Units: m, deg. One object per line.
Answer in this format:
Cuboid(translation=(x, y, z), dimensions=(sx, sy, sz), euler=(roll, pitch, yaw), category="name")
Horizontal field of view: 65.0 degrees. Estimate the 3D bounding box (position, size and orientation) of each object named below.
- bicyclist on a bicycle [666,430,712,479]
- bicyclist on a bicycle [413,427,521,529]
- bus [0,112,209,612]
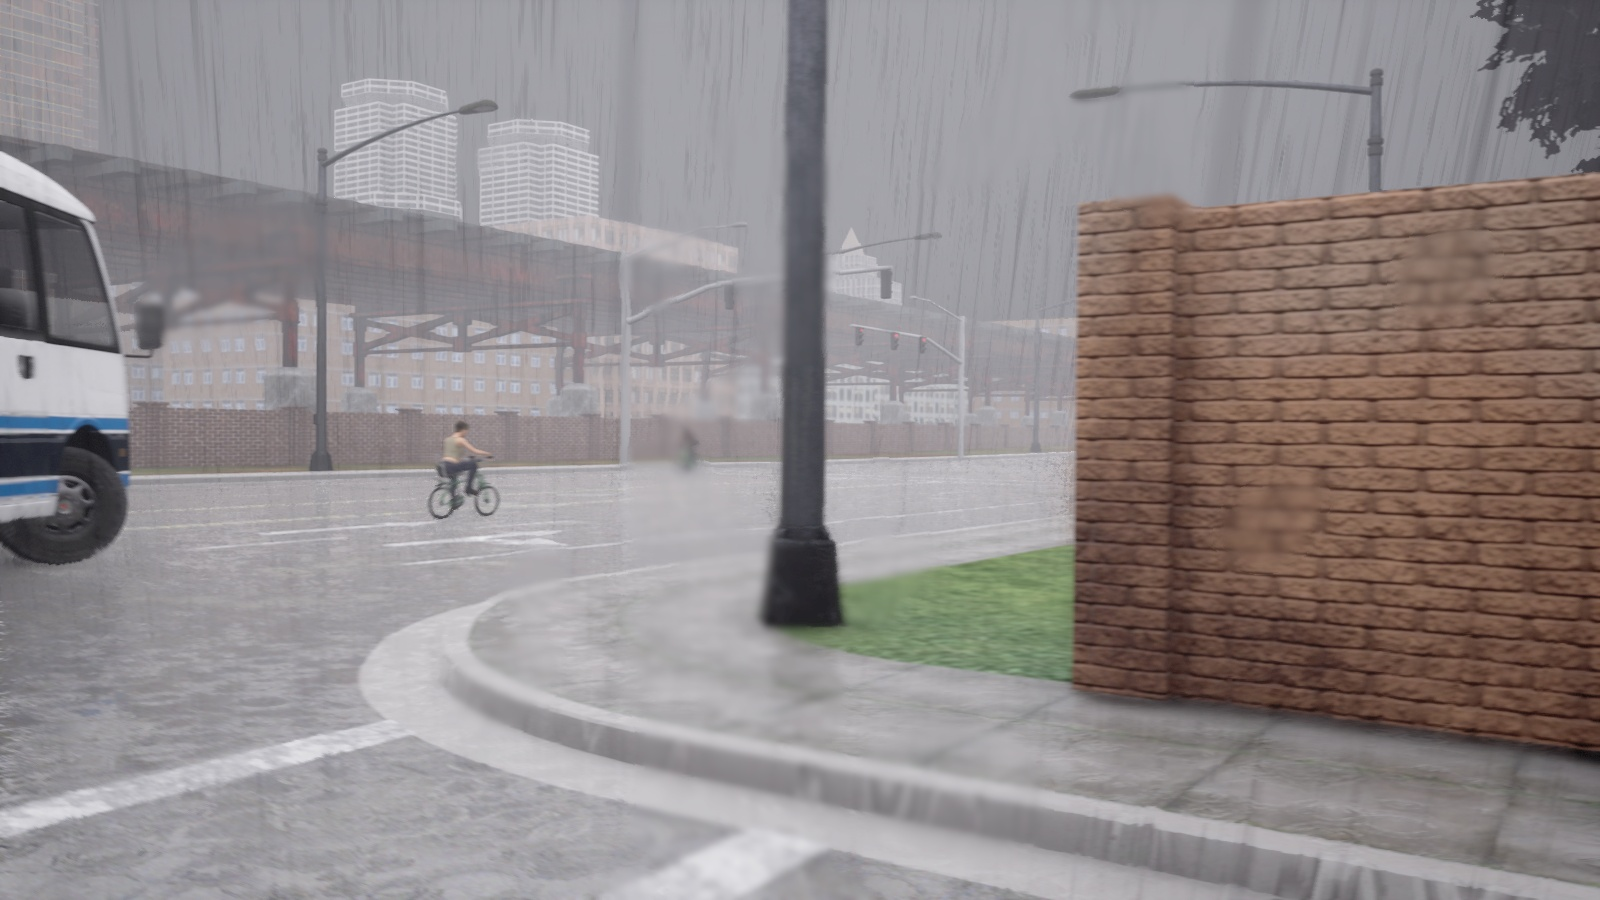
Cuboid(translation=(-3.702, 0.133, 42.070), dimensions=(0.582, 1.620, 1.656), euler=(0, 1, 34), category="bicyclist on a bicycle")
Cuboid(translation=(-5.476, 0.428, 20.740), dimensions=(0.866, 1.612, 1.509), euler=(0, 1, 34), category="bicyclist on a bicycle")
Cuboid(translation=(-8.703, -0.710, 10.108), dimensions=(3.944, 4.253, 10.273), euler=(-2, 1, -7), category="bus")
